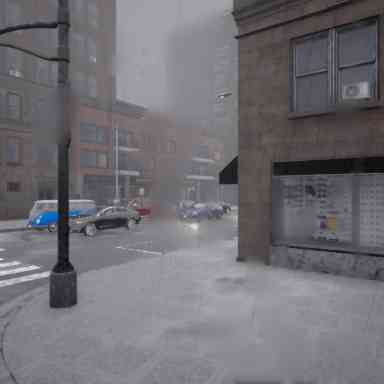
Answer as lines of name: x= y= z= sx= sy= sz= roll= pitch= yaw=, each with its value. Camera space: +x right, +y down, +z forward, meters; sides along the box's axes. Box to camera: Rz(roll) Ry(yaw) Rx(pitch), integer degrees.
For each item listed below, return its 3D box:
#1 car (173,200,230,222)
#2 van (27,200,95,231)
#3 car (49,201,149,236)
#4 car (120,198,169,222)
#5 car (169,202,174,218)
car: x=0.862 y=1.551 z=26.805 sx=1.812 sy=1.442 sz=4.674 roll=0 pitch=0 yaw=36
van: x=-7.604 y=1.358 z=19.812 sx=1.690 sy=1.788 sz=3.998 roll=0 pitch=0 yaw=36
car: x=-5.017 y=1.509 z=18.684 sx=2.128 sy=1.511 sz=4.902 roll=0 pitch=0 yaw=36
car: x=-4.322 y=1.337 z=24.345 sx=2.192 sy=1.841 sz=5.009 roll=0 pitch=0 yaw=36
car: x=-1.040 y=1.466 z=28.877 sx=1.967 sy=1.590 sz=4.097 roll=0 pitch=0 yaw=36
